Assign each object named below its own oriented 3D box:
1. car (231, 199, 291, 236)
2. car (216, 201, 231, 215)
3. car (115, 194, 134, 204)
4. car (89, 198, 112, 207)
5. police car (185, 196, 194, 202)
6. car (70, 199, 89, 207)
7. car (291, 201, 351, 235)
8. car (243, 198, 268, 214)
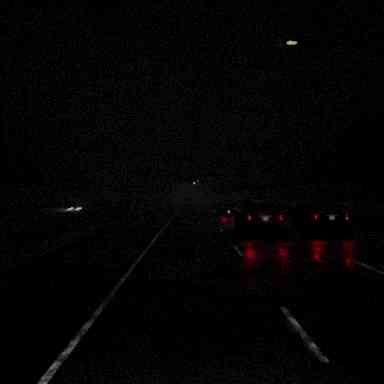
[{"bbox_3d":[3.594,1.346,18.345,2.097,1.767,4.553,0,0,0],"label":"car"},{"bbox_3d":[3.591,1.641,34.839,1.895,1.301,4.718,0,0,0],"label":"car"},{"bbox_3d":[-10.583,1.352,52.908,2.150,2.045,5.566,0,0,0],"label":"car"},{"bbox_3d":[-14.080,1.676,52.570,2.033,1.411,5.357,0,0,0],"label":"car"},{"bbox_3d":[-1.072,1.999,94.146,1.930,1.638,5.238,0,-1,0],"label":"police car"},{"bbox_3d":[-17.580,1.730,52.549,1.895,1.301,4.718,0,0,0],"label":"car"},{"bbox_3d":[7.094,1.348,18.972,2.097,1.767,4.553,0,0,0],"label":"car"},{"bbox_3d":[7.079,1.526,37.611,1.882,1.535,5.008,0,0,0],"label":"car"}]
